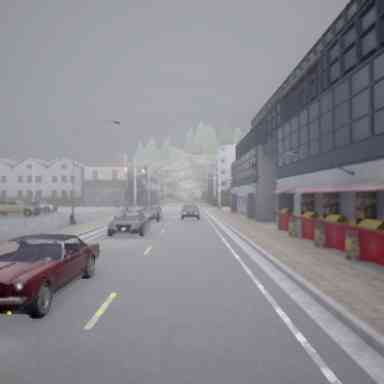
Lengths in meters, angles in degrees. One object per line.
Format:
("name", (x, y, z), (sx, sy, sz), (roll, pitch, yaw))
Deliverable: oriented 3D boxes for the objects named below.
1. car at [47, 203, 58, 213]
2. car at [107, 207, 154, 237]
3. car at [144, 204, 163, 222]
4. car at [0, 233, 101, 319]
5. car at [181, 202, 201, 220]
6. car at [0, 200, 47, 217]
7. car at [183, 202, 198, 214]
("car", (-18.255, 1.775, 40.060), (3.806, 1.475, 1.970), (0, -1, -1))
("car", (-3.657, 1.821, 19.853), (1.994, 1.385, 4.181), (0, -1, 0))
("car", (-3.736, 1.886, 30.719), (2.128, 1.511, 4.902), (0, -1, 0))
("car", (-3.644, 1.704, 7.725), (1.895, 1.301, 4.718), (0, -1, 0))
("car", (-0.143, 1.967, 32.954), (2.033, 1.411, 5.357), (0, -1, 0))
("car", (-17.887, 1.615, 33.646), (5.027, 1.636, 2.152), (0, -1, -1))
("car", (-0.242, 2.057, 43.449), (1.837, 1.490, 4.892), (0, -1, 0))
